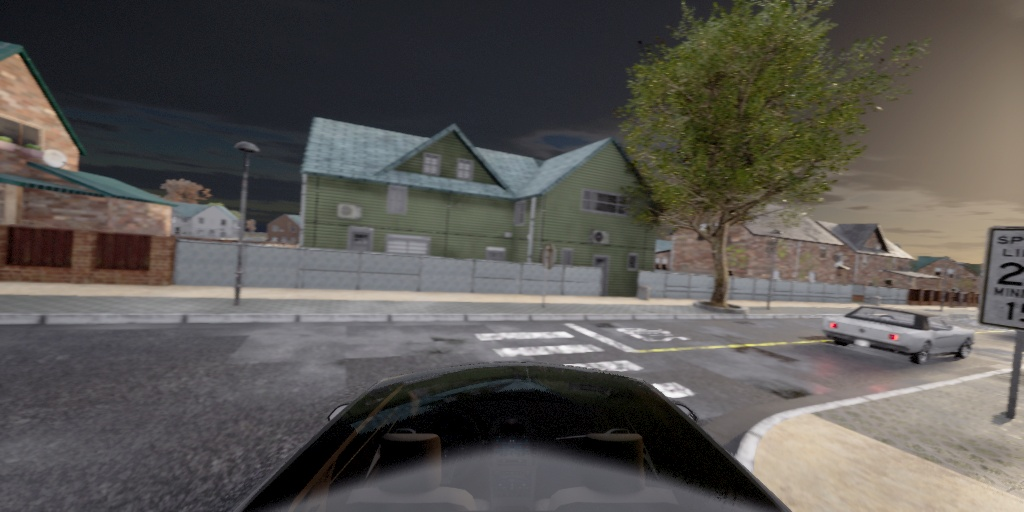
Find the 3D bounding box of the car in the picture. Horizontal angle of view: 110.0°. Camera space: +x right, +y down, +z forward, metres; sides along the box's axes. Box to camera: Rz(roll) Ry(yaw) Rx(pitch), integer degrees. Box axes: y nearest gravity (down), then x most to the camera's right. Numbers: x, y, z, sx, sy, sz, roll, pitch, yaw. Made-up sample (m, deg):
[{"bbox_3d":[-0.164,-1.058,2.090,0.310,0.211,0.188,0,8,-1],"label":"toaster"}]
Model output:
[{"bbox_3d":[11.523,2.223,10.623,4.718,1.301,1.895,4,2,-25],"label":"car"}]
